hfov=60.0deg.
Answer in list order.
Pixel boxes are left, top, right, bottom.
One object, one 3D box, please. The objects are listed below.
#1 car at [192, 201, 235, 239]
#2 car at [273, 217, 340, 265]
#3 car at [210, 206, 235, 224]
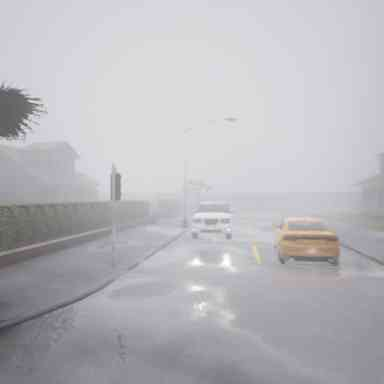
[{"bbox_3d":[1.348,1.569,19.896,2.150,2.045,5.566,0,-1,8],"label":"car"},{"bbox_3d":[4.187,1.697,12.657,1.882,1.535,5.008,0,-1,12],"label":"car"},{"bbox_3d":[2.961,2.083,31.020,2.033,1.411,5.357,0,-1,9],"label":"car"}]
